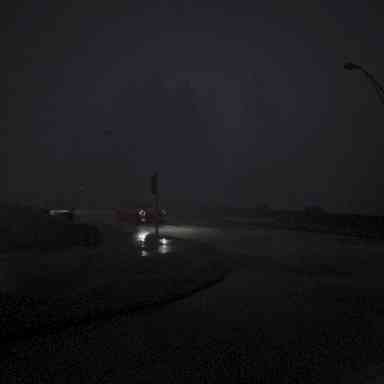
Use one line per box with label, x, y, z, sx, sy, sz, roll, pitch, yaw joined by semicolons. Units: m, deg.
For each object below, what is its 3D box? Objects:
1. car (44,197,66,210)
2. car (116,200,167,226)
car;-18.135;1.389;43.889;1.882;1.535;5.008;0;0;-35
car;-3.665;1.373;23.585;2.097;1.767;4.553;0;0;-35
